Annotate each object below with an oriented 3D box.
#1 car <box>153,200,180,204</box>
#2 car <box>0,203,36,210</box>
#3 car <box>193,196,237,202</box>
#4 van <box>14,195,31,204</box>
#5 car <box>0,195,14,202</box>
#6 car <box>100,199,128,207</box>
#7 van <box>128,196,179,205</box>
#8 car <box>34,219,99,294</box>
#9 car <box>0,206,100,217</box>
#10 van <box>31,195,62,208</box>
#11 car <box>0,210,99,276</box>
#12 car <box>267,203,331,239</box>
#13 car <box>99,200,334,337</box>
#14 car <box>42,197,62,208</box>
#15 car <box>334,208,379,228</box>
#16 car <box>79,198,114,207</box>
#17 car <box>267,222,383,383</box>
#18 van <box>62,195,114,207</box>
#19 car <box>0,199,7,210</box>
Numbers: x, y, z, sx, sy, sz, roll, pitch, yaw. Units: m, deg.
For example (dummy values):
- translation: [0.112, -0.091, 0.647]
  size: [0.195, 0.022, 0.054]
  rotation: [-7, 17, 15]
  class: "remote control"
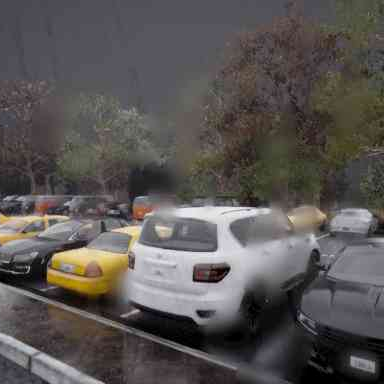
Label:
- translation: [-0.258, 1.556, 24.286]
  size: [2.163, 1.488, 4.792]
  rotation: [0, 0, 36]
  class: "car"
- translation: [-10.399, 1.524, 15.286]
  size: [1.946, 1.575, 5.366]
  rotation: [0, 0, 36]
  class: "car"
- translation: [2.019, 1.285, 22.707]
  size: [2.435, 2.045, 5.566]
  rotation: [0, 0, 36]
  class: "car"
- translation: [-16.010, 1.343, 35.583]
  size: [1.878, 1.987, 4.442]
  rotation: [0, 0, 36]
  class: "van"
- translation: [-18.201, 1.333, 37.279]
  size: [2.435, 2.045, 5.566]
  rotation: [0, 0, 36]
  class: "car"
- translation: [-4.813, 1.546, 27.655]
  size: [2.163, 1.488, 4.792]
  rotation: [0, 0, 36]
  class: "car"
- translation: [-2.517, 1.294, 26.101]
  size: [1.878, 1.987, 4.442]
  rotation: [0, 0, 36]
  class: "van"
- translation: [-1.090, 1.559, 9.003]
  size: [1.946, 1.575, 5.366]
  rotation: [0, 0, 36]
  class: "car"
- translation: [-5.804, 1.540, 11.959]
  size: [1.946, 1.575, 5.366]
  rotation: [0, 0, 36]
  class: "car"
- translation: [-13.629, 1.328, 34.147]
  size: [1.878, 1.987, 4.442]
  rotation: [0, 0, 36]
  class: "van"
- translation: [-3.444, 1.554, 10.486]
  size: [2.231, 1.521, 4.892]
  rotation: [0, 0, 36]
  class: "car"
- translation: [6.379, 1.552, 19.285]
  size: [1.946, 1.575, 5.366]
  rotation: [0, 0, 36]
  class: "car"
- translation: [1.067, 1.320, 7.247]
  size: [2.435, 2.045, 5.566]
  rotation: [0, 0, 36]
  class: "car"
- translation: [-11.450, 1.539, 32.432]
  size: [2.097, 1.535, 5.008]
  rotation: [0, 0, 36]
  class: "car"
- translation: [8.730, 1.604, 17.809]
  size: [2.002, 1.452, 4.674]
  rotation: [0, 0, 36]
  class: "car"
- translation: [-6.951, 1.548, 29.203]
  size: [2.163, 1.488, 4.792]
  rotation: [0, 0, 36]
  class: "car"
- translation: [3.302, 1.580, 5.601]
  size: [2.097, 1.535, 5.008]
  rotation: [0, 0, 36]
  class: "car"
- translation: [-9.261, 1.302, 30.706]
  size: [1.878, 1.987, 4.442]
  rotation: [0, 0, 36]
  class: "van"
- translation: [-27.258, 1.684, 43.876]
  size: [2.002, 1.452, 4.674]
  rotation: [0, 0, 36]
  class: "car"
